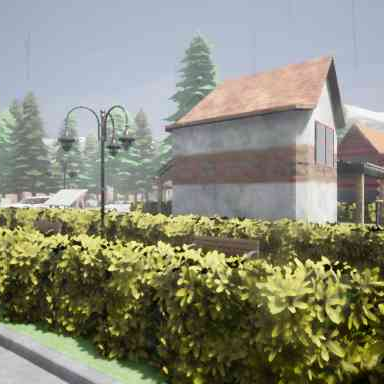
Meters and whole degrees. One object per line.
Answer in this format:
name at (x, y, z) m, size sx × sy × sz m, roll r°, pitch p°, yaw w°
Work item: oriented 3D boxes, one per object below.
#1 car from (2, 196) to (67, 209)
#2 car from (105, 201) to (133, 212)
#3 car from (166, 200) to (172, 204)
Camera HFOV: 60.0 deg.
car at (-13.725, 1.384, 29.123) m, size 2.150 × 2.045 × 5.566 m, roll 0°, pitch 0°, yaw 36°
car at (-7.989, 1.688, 37.064) m, size 1.812 × 1.442 × 4.674 m, roll 0°, pitch 0°, yaw 37°
car at (-1.175, 1.385, 45.865) m, size 2.150 × 2.045 × 5.566 m, roll 0°, pitch 0°, yaw 41°
